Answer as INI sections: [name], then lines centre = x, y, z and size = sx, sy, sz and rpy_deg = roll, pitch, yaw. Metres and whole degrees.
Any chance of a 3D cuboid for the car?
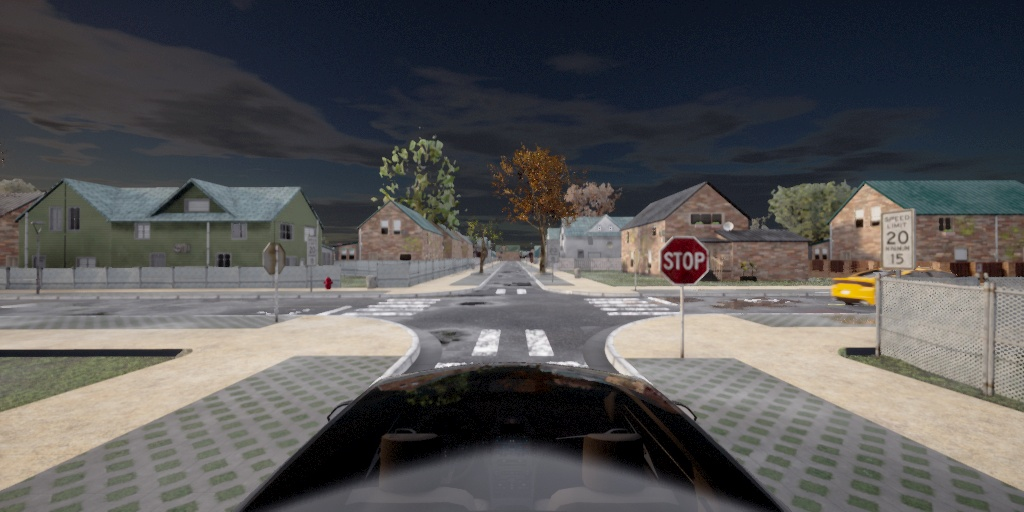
[car]
centre = 14.366, 1.137, 12.764
size = 5.008, 1.535, 1.882
rpy_deg = 0, 0, 1
